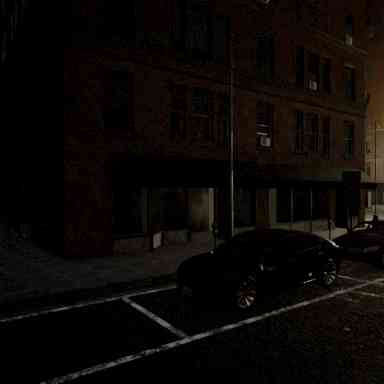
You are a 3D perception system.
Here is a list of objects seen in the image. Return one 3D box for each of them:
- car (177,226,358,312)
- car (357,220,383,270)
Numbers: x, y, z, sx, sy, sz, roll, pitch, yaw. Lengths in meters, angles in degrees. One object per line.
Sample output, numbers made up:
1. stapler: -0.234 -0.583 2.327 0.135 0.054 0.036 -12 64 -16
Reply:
1. car: 1.701 1.566 7.730 4.313 1.339 1.947 0 0 -35
2. car: 6.189 1.582 10.912 4.206 1.307 1.802 0 0 -35
